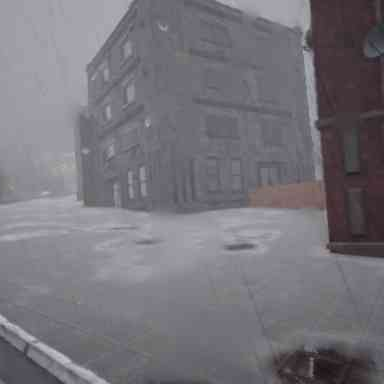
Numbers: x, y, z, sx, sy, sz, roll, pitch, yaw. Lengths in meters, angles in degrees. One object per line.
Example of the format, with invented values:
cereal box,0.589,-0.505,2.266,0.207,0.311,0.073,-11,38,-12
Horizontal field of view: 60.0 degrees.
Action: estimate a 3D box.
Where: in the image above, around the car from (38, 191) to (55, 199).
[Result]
car,-29.027,0.514,66.546,1.812,1.442,4.674,-4,3,-1
